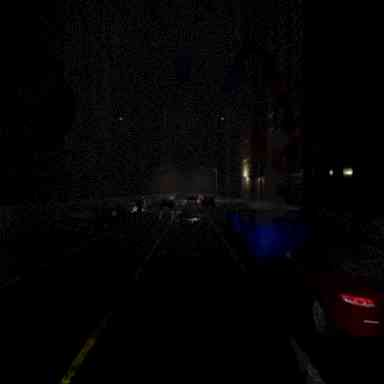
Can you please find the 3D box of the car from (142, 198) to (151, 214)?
[{"bbox_3d":[-5.774,1.486,34.670,1.947,1.339,4.313,0,0,0],"label":"car"}]

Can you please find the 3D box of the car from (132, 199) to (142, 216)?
[{"bbox_3d":[-5.772,1.458,28.822,1.752,1.417,4.829,0,0,0],"label":"car"}]

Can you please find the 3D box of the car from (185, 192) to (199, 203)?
[{"bbox_3d":[-0.023,1.347,67.314,1.837,1.490,4.892,0,0,0],"label":"car"}]

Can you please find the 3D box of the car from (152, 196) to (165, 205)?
[{"bbox_3d":[-5.782,1.398,57.209,1.752,1.417,4.829,0,0,0],"label":"car"}]

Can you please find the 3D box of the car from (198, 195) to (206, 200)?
[{"bbox_3d":[2.732,1.385,91.452,1.947,1.339,4.313,0,0,0],"label":"car"}]

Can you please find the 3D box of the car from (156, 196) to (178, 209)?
[{"bbox_3d":[-3.106,1.503,42.315,1.895,1.301,4.718,0,0,0],"label":"car"}]

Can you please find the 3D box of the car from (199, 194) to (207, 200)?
[{"bbox_3d":[2.733,1.267,85.774,1.967,1.590,4.097,0,0,0],"label":"car"}]

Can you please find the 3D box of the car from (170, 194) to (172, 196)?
[{"bbox_3d":[-5.786,1.419,68.734,1.947,1.339,4.313,0,0,0],"label":"car"}]

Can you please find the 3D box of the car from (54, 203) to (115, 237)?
[{"bbox_3d":[-5.769,1.509,17.638,2.008,1.369,4.403,0,0,0],"label":"car"}]

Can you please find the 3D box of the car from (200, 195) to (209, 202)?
[{"bbox_3d":[2.737,1.411,74.420,1.947,1.339,4.313,0,0,0],"label":"car"}]

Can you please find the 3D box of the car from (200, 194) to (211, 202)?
[{"bbox_3d":[2.739,1.294,68.741,1.967,1.590,4.097,0,0,0],"label":"car"}]

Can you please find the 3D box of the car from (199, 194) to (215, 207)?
[{"bbox_3d":[2.344,1.367,48.561,1.882,1.535,5.008,0,0,0],"label":"car"}]

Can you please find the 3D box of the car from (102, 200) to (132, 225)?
[{"bbox_3d":[-5.770,1.386,23.315,1.967,1.590,4.097,0,0,0],"label":"car"}]

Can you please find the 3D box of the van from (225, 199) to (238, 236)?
[{"bbox_3d":[2.756,1.301,17.643,1.690,1.788,3.998,0,0,0],"label":"van"}]

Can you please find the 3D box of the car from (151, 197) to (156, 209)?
[{"bbox_3d":[-5.776,1.432,40.176,1.752,1.417,4.829,0,0,0],"label":"car"}]

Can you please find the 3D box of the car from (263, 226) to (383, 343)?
[{"bbox_3d":[2.760,1.568,6.288,1.802,1.307,4.206,0,0,0],"label":"car"}]

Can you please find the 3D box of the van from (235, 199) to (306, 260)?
[{"bbox_3d":[2.758,1.314,11.965,1.690,1.788,3.998,0,0,0],"label":"van"}]
